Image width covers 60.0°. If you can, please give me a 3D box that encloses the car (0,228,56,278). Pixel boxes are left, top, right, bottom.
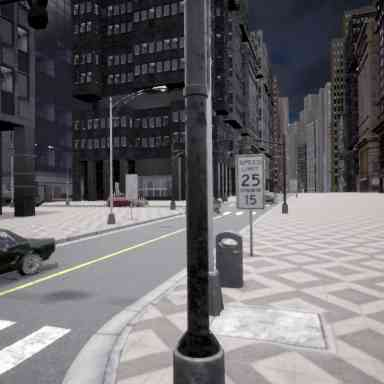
[{"bbox_3d":[-5.342,1.538,7.459,1.895,1.301,4.718,-1,1,16],"label":"car"}]

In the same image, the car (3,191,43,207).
[{"bbox_3d":[-21.290,0.914,41.305,5.566,2.045,2.150,1,0,19],"label":"car"}]

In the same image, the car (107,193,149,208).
[{"bbox_3d":[-6.963,0.911,36.355,4.553,1.767,2.097,-1,0,20],"label":"car"}]

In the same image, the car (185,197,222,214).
[{"bbox_3d":[0.999,1.122,26.562,1.882,1.535,5.008,-1,1,19],"label":"car"}]

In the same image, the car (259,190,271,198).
[{"bbox_3d":[14.699,0.442,66.806,1.837,1.490,4.892,-1,1,19],"label":"car"}]

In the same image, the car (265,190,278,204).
[{"bbox_3d":[10.032,0.755,43.417,1.837,1.490,4.892,0,1,20],"label":"car"}]
